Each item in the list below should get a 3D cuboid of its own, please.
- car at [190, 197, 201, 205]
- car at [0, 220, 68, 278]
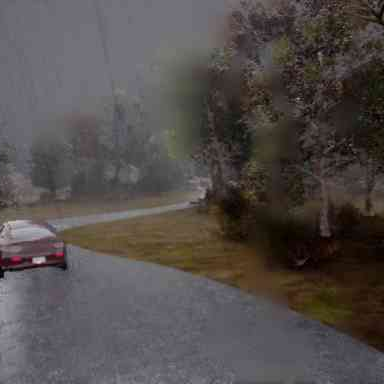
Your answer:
[{"bbox_3d":[0.937,1.569,61.809,1.994,1.385,4.181,-2,1,13],"label":"car"},{"bbox_3d":[-5.257,1.621,10.542,1.812,1.442,4.674,-1,0,-34],"label":"car"}]
